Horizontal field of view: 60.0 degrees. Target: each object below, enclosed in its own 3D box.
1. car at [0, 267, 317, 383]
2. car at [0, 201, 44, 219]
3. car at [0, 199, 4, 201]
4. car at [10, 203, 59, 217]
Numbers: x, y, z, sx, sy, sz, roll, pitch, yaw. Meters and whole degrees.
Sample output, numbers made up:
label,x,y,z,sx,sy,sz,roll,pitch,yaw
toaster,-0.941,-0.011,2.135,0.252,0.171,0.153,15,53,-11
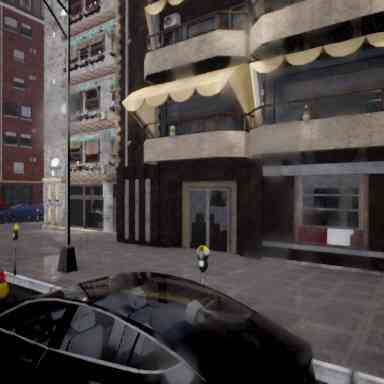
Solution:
label,x,y,z,sx,sy,sz,roll,pitch,yaw
car,-0.923,1.565,3.527,4.313,1.339,1.947,0,0,35
car,-16.719,1.889,33.122,2.033,1.411,5.357,0,-1,35
car,-20.593,1.592,32.155,2.192,1.841,5.009,-1,-2,35
car,-17.307,1.924,36.801,1.887,1.381,4.507,-1,-2,35
